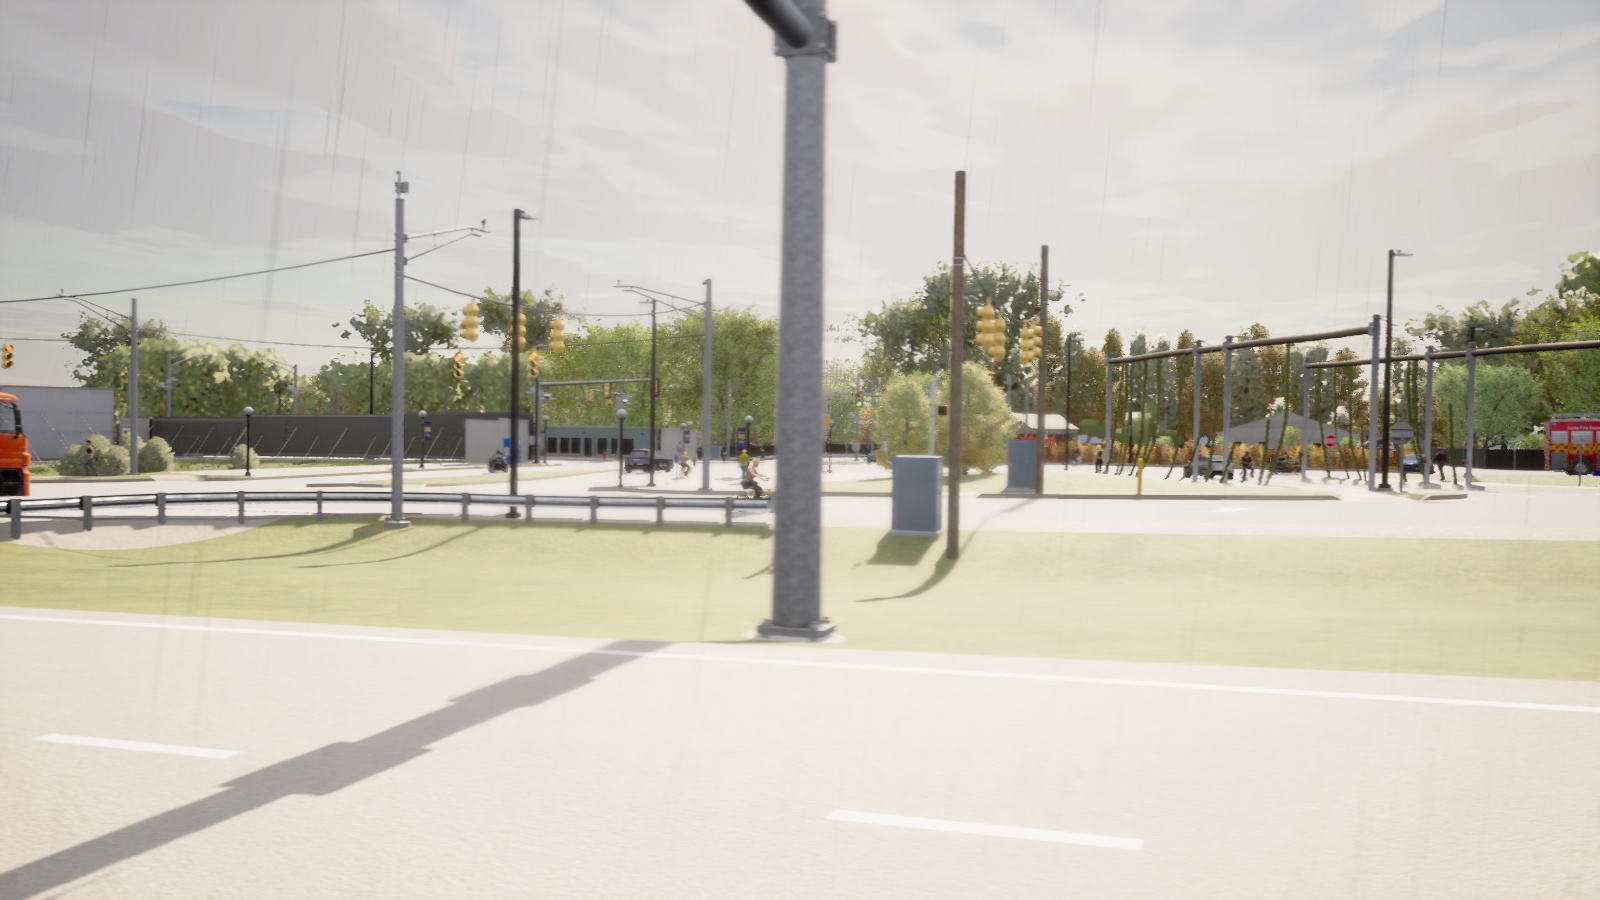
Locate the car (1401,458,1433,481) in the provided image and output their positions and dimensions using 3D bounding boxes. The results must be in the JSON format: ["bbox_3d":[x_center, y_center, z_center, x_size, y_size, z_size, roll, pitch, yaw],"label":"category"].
[{"bbox_3d":[42.469,1.316,86.415,1.882,1.535,5.008,0,0,26],"label":"car"}]

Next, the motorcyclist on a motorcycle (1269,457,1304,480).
[{"bbox_3d":[33.551,1.284,86.551,2.191,1.530,0.866,-1,1,18],"label":"motorcyclist on a motorcycle"}]

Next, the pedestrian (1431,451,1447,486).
[{"bbox_3d":[34.251,0.982,67.331,0.376,1.854,0.720,1,1,-9],"label":"pedestrian"}]

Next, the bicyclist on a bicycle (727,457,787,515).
[{"bbox_3d":[-1.241,1.025,36.553,1.509,1.612,0.866,1,1,19],"label":"bicyclist on a bicycle"}]

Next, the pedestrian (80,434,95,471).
[{"bbox_3d":[-35.217,0.122,62.052,0.594,1.836,0.345,0,2,-36],"label":"pedestrian"}]

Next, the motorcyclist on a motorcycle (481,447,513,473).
[{"bbox_3d":[-18.558,0.578,76.930,0.866,1.530,2.191,1,1,18],"label":"motorcyclist on a motorcycle"}]

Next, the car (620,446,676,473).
[{"bbox_3d":[-9.949,0.612,82.601,2.033,1.649,4.856,1,0,15],"label":"car"}]

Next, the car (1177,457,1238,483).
[{"bbox_3d":[26.105,1.244,80.601,2.007,1.525,4.514,1,0,-6],"label":"car"}]

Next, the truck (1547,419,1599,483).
[{"bbox_3d":[49.822,0.091,75.206,8.468,3.827,2.891,1,0,24],"label":"truck"}]

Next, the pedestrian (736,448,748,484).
[{"bbox_3d":[-2.993,0.804,64.993,0.354,1.836,0.706,2,1,21],"label":"pedestrian"}]

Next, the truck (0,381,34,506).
[{"bbox_3d":[-24.462,-0.212,32.521,2.891,3.462,7.936,1,0,18],"label":"truck"}]
